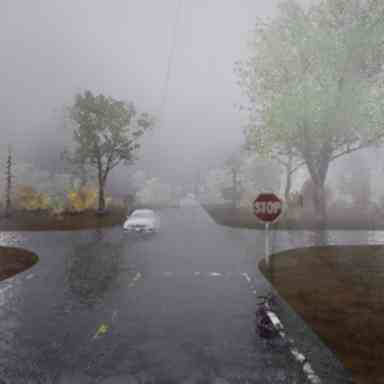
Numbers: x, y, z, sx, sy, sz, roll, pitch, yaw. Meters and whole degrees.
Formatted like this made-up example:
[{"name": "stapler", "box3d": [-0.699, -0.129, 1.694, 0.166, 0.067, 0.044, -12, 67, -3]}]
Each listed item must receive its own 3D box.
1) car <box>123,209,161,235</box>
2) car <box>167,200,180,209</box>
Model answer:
[{"name": "car", "box3d": [-2.992, 1.822, 20.664, 1.812, 1.442, 4.674, 0, -1, 0]}, {"name": "car", "box3d": [-3.003, 2.080, 55.077, 1.837, 1.490, 4.892, 0, 0, 0]}]
